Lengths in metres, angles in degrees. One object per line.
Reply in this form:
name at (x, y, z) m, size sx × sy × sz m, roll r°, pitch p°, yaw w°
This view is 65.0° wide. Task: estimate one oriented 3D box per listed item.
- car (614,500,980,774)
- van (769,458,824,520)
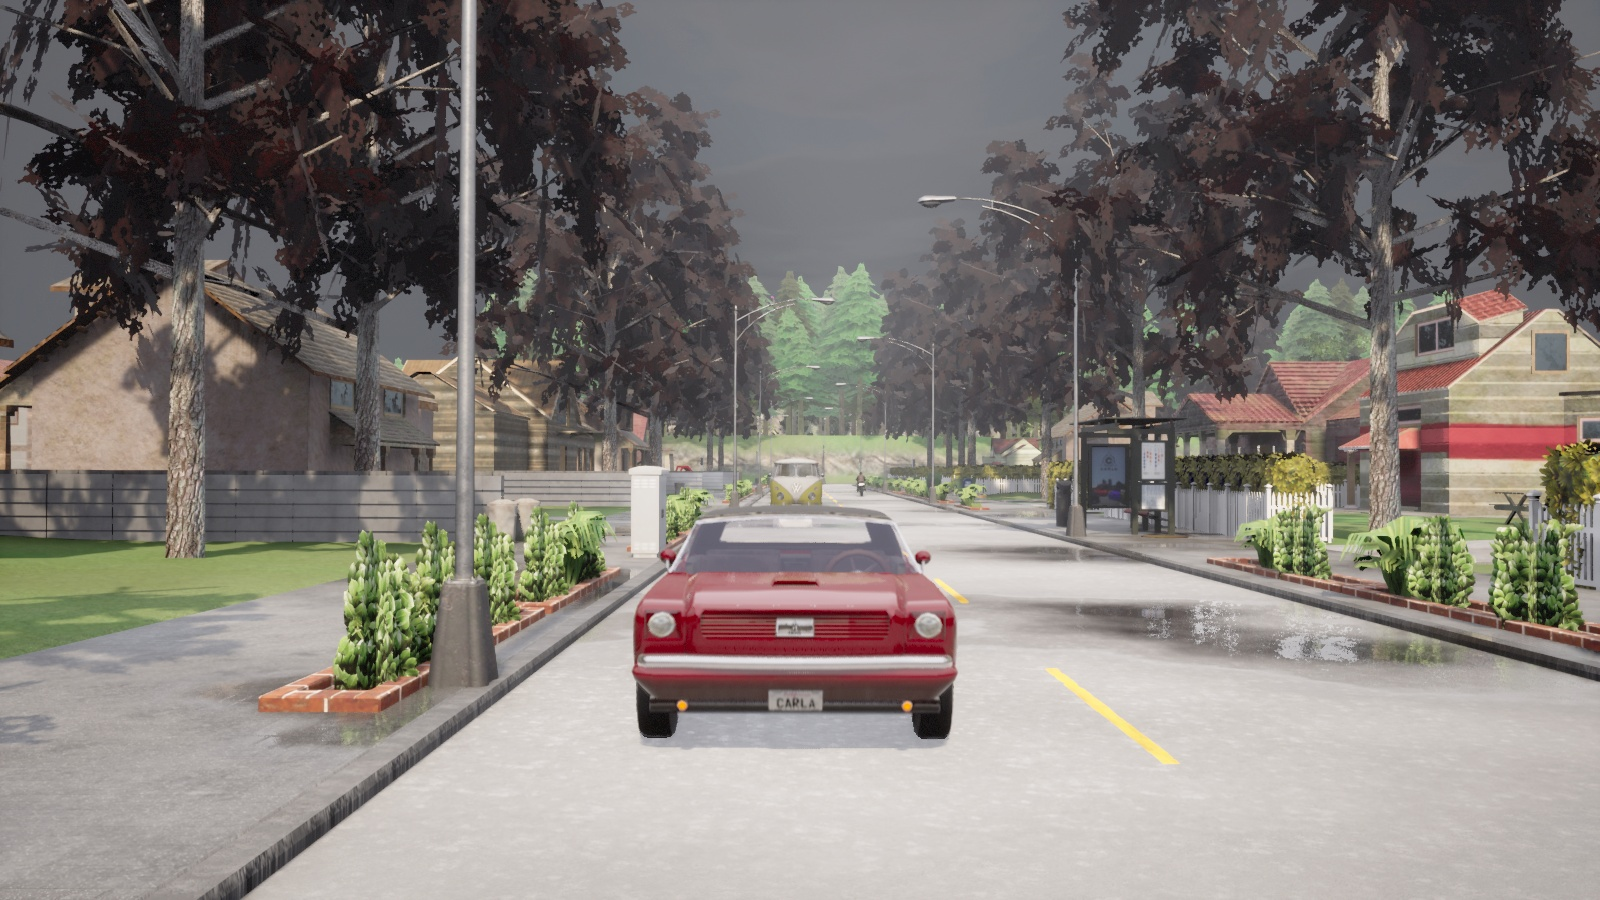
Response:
car at (-0.024, 1.064, 8.877) m, size 1.895 × 1.301 × 4.718 m, roll 0°, pitch -1°, yaw 0°
van at (-0.117, 1.284, 42.770) m, size 1.775 × 1.987 × 4.442 m, roll 0°, pitch -1°, yaw 0°
